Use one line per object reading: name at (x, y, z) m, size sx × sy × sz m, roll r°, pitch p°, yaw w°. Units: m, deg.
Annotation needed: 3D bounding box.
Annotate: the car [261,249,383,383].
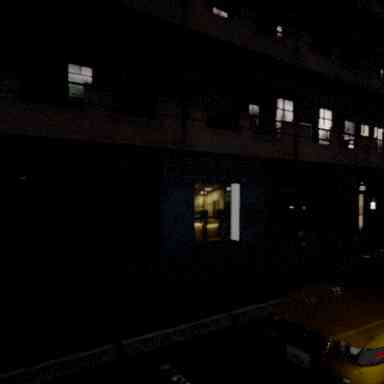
car at (3.152, 1.504, 5.058) m, size 4.829 × 1.417 × 1.752 m, roll 0°, pitch 1°, yaw -35°
